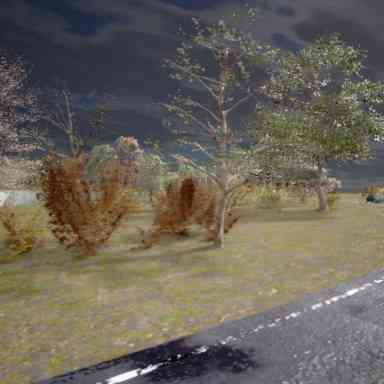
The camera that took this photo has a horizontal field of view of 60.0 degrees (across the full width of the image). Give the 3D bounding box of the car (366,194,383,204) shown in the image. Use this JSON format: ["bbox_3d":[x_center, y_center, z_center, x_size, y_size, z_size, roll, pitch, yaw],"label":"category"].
[{"bbox_3d":[32.524,1.144,58.481,2.097,1.767,4.553,1,1,4],"label":"car"}]

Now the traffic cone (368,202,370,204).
[{"bbox_3d":[30.445,1.739,57.205,0.340,0.580,0.340,1,1,6],"label":"traffic cone"}]
